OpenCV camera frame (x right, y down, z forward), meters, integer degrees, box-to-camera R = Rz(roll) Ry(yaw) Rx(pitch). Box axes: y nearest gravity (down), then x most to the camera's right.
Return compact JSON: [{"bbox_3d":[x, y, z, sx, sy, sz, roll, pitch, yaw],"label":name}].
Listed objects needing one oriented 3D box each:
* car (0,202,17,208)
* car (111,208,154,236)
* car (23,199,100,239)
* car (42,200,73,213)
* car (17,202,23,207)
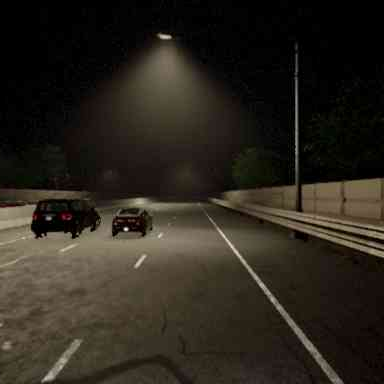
[{"bbox_3d":[-24.603,2.009,45.020,1.895,1.301,4.718,0,-1,0],"label":"car"},{"bbox_3d":[-3.409,1.688,19.620,1.837,1.490,4.892,0,0,0],"label":"car"},{"bbox_3d":[-6.908,1.397,18.717,2.150,2.045,5.566,0,0,0],"label":"car"},{"bbox_3d":[-17.610,1.890,43.944,2.128,1.511,4.902,0,0,0],"label":"car"},{"bbox_3d":[-21.107,1.931,44.773,1.812,1.442,4.674,0,0,0],"label":"car"}]
